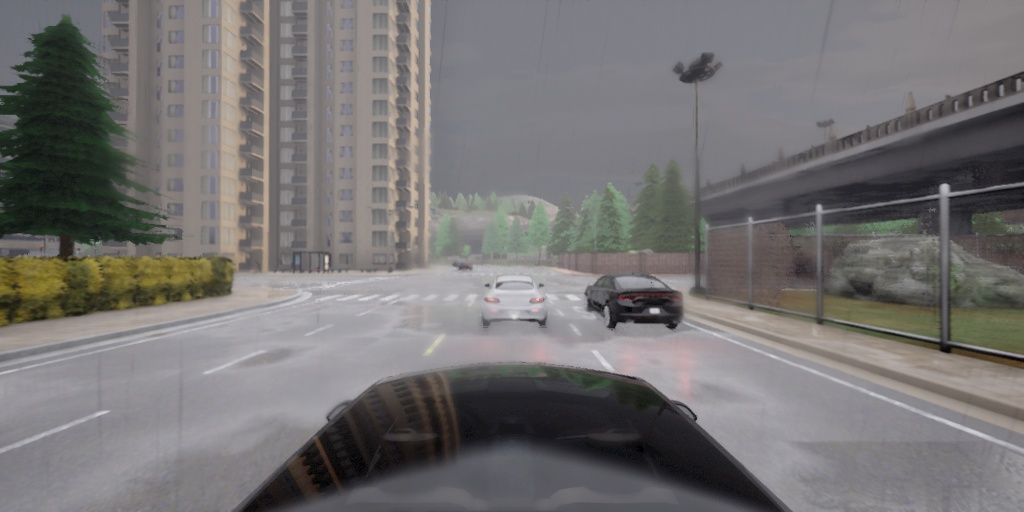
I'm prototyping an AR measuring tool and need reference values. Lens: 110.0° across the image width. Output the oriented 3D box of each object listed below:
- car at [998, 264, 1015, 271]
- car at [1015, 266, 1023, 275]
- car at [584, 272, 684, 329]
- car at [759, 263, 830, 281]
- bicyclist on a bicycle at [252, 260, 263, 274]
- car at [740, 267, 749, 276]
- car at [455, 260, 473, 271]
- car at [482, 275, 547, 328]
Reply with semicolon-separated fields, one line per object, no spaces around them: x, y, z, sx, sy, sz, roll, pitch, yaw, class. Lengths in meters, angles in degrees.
48.088;1.502;35.305;4.181;1.385;1.994;0;0;2;car
49.208;1.146;31.788;5.566;2.045;2.150;0;0;2;car
3.600;1.266;11.453;1.882;1.535;5.008;0;-1;1;car
25.122;1.471;31.970;5.357;1.411;2.033;0;0;0;car
-28.573;1.256;40.299;0.582;1.620;1.656;0;0;0;bicyclist on a bicycle
25.134;1.429;35.468;4.902;1.511;2.128;0;0;0;car
-7.158;1.561;55.483;1.895;1.301;4.718;0;0;-1;car
0.078;1.313;11.475;1.812;1.442;4.674;0;0;0;car
